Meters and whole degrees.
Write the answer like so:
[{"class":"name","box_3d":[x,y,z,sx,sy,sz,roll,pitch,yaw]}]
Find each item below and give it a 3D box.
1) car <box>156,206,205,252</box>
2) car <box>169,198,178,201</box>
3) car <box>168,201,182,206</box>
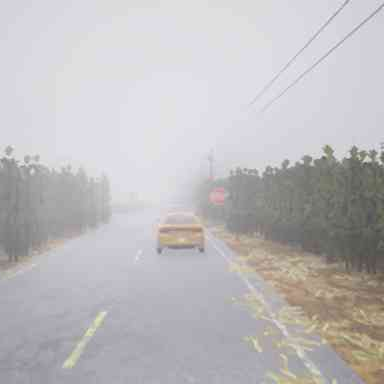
[{"class":"car","box_3d":[-0.565,1.621,14.625,1.882,1.535,5.008,0,0,-4]},{"class":"car","box_3d":[-4.272,2.115,78.187,2.097,1.767,4.553,0,-1,1]},{"class":"car","box_3d":[-1.492,1.812,29.424,1.812,1.442,4.674,0,0,-2]}]
